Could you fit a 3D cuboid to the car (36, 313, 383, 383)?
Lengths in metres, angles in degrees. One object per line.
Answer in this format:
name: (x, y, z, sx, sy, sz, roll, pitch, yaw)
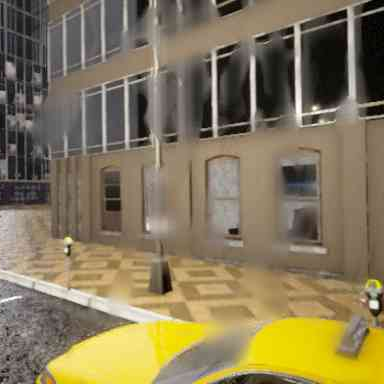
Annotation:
car: (0.808, 1.524, 2.278, 4.829, 1.417, 1.752, 0, -1, 36)
